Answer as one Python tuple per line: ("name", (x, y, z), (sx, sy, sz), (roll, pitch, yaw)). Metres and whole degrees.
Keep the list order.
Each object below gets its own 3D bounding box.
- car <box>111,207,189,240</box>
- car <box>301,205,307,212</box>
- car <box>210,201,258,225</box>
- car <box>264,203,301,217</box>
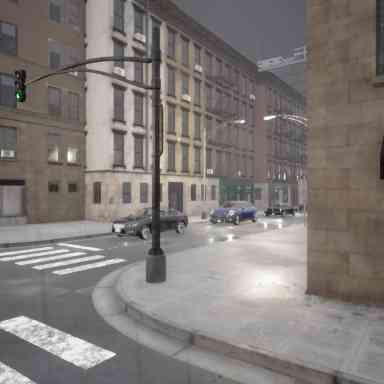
("car", (-2.113, 1.568, 17.809), (2.128, 1.511, 4.902), (0, 0, 35))
("car", (14.868, 1.832, 41.585), (1.895, 1.301, 4.718), (0, 0, 36))
("car", (3.229, 1.476, 25.327), (2.097, 1.767, 4.553), (0, 0, 36))
("car", (8.952, 1.777, 33.335), (1.895, 1.301, 4.718), (0, 0, 35))
